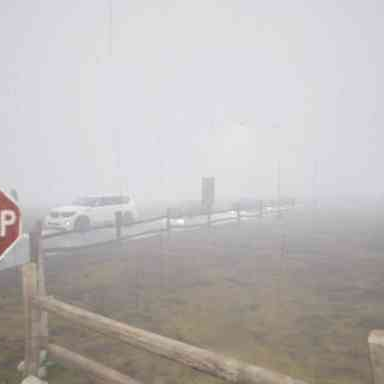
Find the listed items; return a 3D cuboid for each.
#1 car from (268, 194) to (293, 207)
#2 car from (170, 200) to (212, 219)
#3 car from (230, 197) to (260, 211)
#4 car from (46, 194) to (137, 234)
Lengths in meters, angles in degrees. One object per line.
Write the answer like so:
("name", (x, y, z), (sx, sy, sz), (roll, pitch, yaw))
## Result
("car", (11.675, 1.054, 43.640), (1.882, 1.535, 5.008), (0, 1, 36))
("car", (-0.106, 1.380, 27.364), (1.994, 1.385, 4.181), (0, 1, 36))
("car", (5.769, 1.261, 35.507), (1.994, 1.385, 4.181), (0, 1, 36))
("car", (-5.670, 1.150, 19.597), (2.150, 2.045, 5.566), (0, 1, 35))
